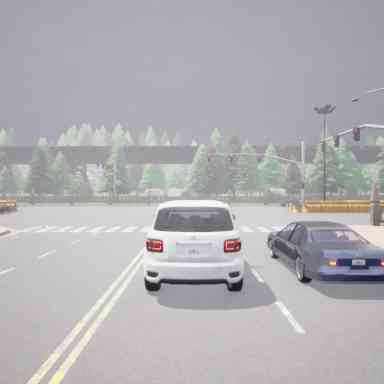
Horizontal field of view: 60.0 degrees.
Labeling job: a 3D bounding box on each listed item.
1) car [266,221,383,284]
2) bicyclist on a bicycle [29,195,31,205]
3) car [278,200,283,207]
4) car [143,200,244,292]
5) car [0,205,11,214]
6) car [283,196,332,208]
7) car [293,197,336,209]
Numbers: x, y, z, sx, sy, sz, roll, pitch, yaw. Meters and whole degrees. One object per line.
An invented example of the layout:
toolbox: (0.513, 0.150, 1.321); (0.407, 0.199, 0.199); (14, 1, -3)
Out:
car: (3.570, 1.547, 9.597); (2.033, 1.411, 5.357); (0, 0, 0)
bicyclist on a bicycle: (-27.050, 1.300, 55.834); (0.582, 1.620, 1.656); (0, 0, 0)
car: (14.802, 1.351, 47.844); (4.553, 1.767, 2.097); (0, 0, 0)
car: (0.061, 1.221, 9.106); (2.150, 2.045, 5.566); (0, 0, 1)
car: (-21.487, 1.547, 33.824); (5.357, 1.411, 2.033); (0, 0, 0)
car: (14.271, 1.492, 40.845); (4.902, 1.511, 2.128); (0, 0, 0)
car: (16.294, 1.477, 44.336); (5.008, 1.535, 1.882); (0, 0, 0)
